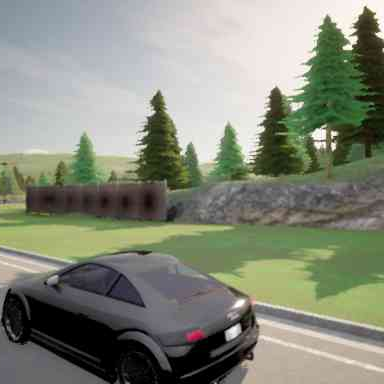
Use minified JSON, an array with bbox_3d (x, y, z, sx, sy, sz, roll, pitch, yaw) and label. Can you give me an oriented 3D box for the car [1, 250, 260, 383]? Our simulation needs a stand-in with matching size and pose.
[{"bbox_3d":[-1.115,1.618,5.079,4.181,1.385,1.994,-1,-1,37],"label":"car"}]
